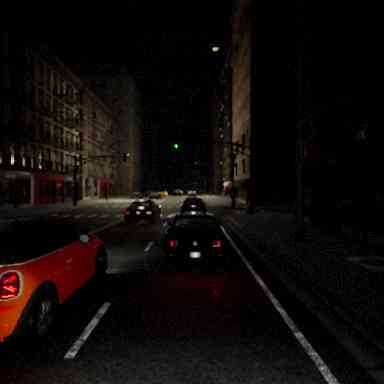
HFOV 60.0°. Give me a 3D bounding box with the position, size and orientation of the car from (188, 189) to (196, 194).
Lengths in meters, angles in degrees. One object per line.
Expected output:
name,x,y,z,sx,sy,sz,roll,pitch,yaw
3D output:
car,-0.030,0.467,76.147,1.895,1.301,4.718,0,1,0

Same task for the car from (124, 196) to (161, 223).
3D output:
car,-3.158,1.228,21.965,2.033,1.411,5.357,0,1,0

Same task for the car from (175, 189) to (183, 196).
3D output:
car,-3.284,0.085,86.087,1.882,1.535,5.008,0,1,0

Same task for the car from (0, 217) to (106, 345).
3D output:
car,-3.151,1.257,6.389,2.097,1.767,4.553,0,1,0

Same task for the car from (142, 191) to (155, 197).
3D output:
car,-9.779,0.421,75.044,2.033,1.411,5.357,0,1,0

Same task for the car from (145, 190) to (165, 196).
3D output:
car,-6.559,0.680,58.924,2.033,1.411,5.357,0,1,1

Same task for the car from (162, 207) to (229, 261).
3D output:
car,0.093,1.433,11.513,1.895,1.301,4.718,0,1,0

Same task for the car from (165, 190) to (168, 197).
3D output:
car,-6.529,0.359,75.088,1.882,1.535,5.008,0,1,0

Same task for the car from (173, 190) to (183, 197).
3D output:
car,-3.280,0.227,76.049,2.097,1.767,4.553,0,1,0

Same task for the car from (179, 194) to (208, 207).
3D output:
car,0.091,1.146,24.872,1.837,1.490,4.892,0,1,0

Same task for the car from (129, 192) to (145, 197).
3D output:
car,-9.815,0.694,59.062,1.994,1.385,4.181,0,1,1

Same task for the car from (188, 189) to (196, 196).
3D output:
car,-0.034,0.108,86.089,1.837,1.490,4.892,0,1,0
